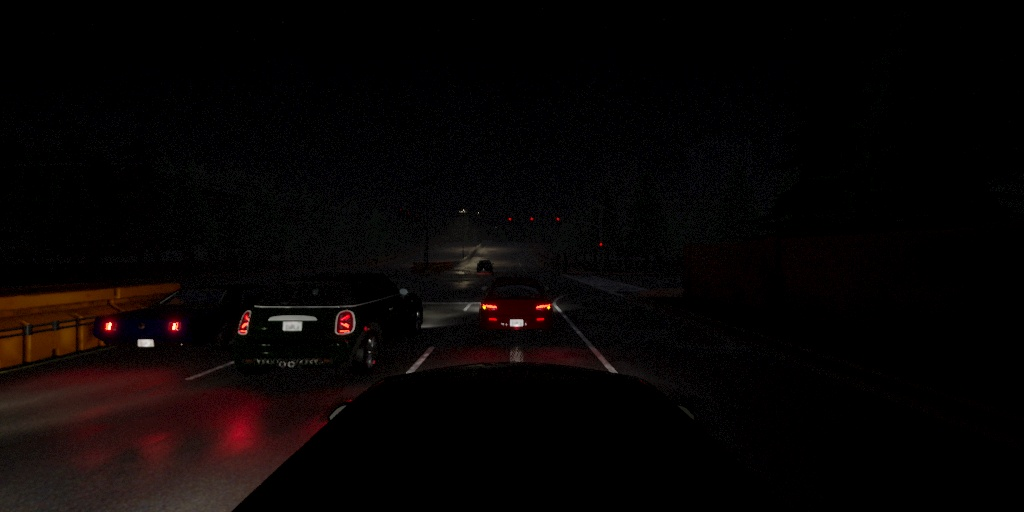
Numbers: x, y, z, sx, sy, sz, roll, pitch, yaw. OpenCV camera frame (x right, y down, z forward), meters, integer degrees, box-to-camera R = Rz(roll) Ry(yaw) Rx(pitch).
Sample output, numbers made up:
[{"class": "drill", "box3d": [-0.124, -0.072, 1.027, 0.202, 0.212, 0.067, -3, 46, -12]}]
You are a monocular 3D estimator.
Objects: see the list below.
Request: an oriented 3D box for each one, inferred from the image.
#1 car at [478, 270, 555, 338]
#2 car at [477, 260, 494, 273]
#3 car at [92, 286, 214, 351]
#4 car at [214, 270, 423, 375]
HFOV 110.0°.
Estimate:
[{"class": "car", "box3d": [0.100, 1.284, 10.058, 1.812, 1.442, 4.674, 0, 0, 0]}, {"class": "car", "box3d": [-3.396, 1.300, 45.470, 1.837, 1.490, 4.892, 0, 0, 0]}, {"class": "car", "box3d": [-6.899, 1.358, 8.984, 1.895, 1.301, 4.718, 0, 0, 0]}, {"class": "car", "box3d": [-3.398, 1.108, 7.669, 2.097, 1.767, 4.553, 0, 0, 0]}]
